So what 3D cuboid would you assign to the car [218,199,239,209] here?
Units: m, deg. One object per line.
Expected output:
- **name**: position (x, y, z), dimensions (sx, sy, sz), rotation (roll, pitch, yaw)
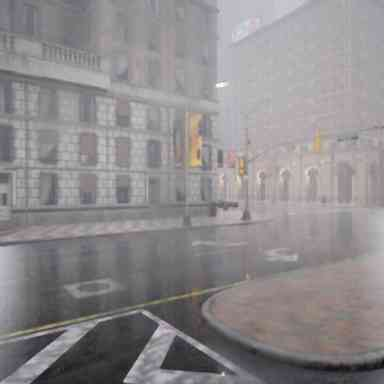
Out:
- **car**: position (4.039, 1.508, 43.918), dimensions (1.895, 1.301, 4.718), rotation (0, 0, -36)
